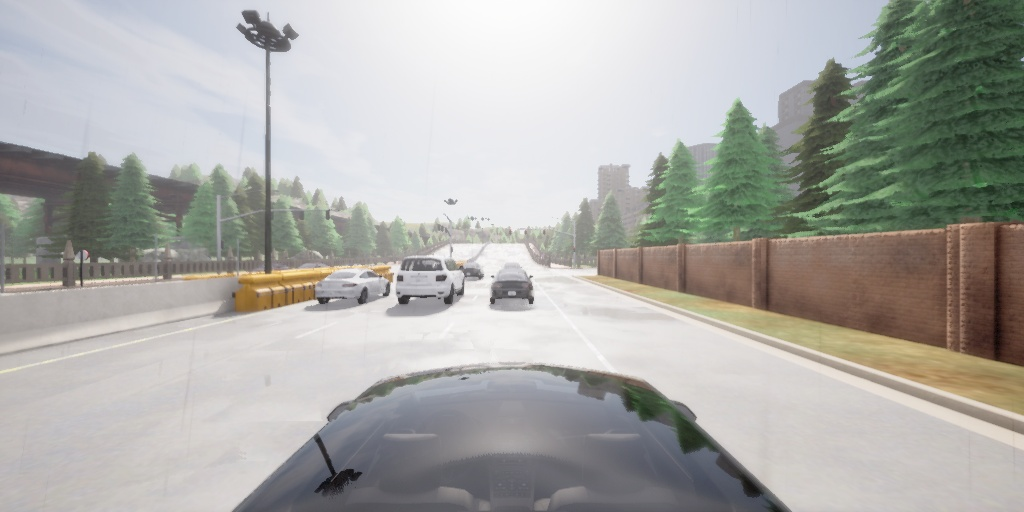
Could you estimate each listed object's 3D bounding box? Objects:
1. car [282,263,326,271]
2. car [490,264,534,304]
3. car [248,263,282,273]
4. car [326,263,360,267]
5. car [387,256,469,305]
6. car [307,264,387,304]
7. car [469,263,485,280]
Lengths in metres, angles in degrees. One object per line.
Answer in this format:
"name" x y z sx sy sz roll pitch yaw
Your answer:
"car" -17.500 1.309 31.400 1.812 1.442 4.674 0 0 0
"car" 0.000 1.282 16.157 1.812 1.442 4.674 0 0 0
"car" -21.000 1.349 31.400 1.994 1.385 4.181 0 0 0
"car" -14.000 1.349 31.400 1.994 1.385 4.181 0 0 0
"car" -3.500 1.007 16.187 2.150 2.045 5.566 0 0 0
"car" -7.000 1.282 16.157 1.812 1.442 4.674 0 0 0
"car" -3.500 1.282 31.157 1.812 1.442 4.674 0 0 0
